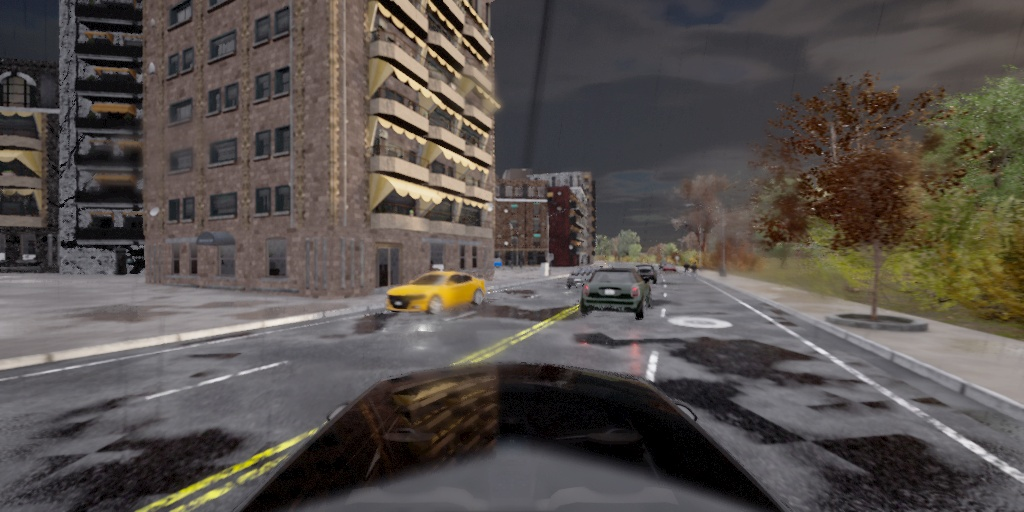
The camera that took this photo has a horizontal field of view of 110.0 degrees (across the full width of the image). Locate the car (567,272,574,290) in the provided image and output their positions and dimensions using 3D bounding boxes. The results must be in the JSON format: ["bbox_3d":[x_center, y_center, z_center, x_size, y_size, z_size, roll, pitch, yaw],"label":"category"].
[{"bbox_3d":[5.145,1.487,24.763,2.128,1.511,4.902,0,-1,23],"label":"car"}]

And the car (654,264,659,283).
[{"bbox_3d":[11.826,1.563,31.798,1.837,1.490,4.892,0,-1,22],"label":"car"}]

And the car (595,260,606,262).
[{"bbox_3d":[12.972,1.374,52.640,1.882,1.535,5.008,0,-1,18],"label":"car"}]

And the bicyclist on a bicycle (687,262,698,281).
[{"bbox_3d":[16.255,1.420,31.935,0.659,1.776,1.843,0,0,22],"label":"bicyclist on a bicycle"}]

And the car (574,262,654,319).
[{"bbox_3d":[4.075,1.226,13.704,2.097,1.767,4.553,0,-1,24],"label":"car"}]

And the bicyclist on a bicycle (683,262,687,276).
[{"bbox_3d":[19.633,1.502,40.356,0.659,1.776,1.843,0,0,22],"label":"bicyclist on a bicycle"}]

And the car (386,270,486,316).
[{"bbox_3d":[-2.869,1.375,14.546,1.882,1.535,5.008,0,-1,24],"label":"car"}]

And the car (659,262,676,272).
[{"bbox_3d":[25.908,1.882,59.265,1.994,1.385,4.181,0,-1,20],"label":"car"}]
